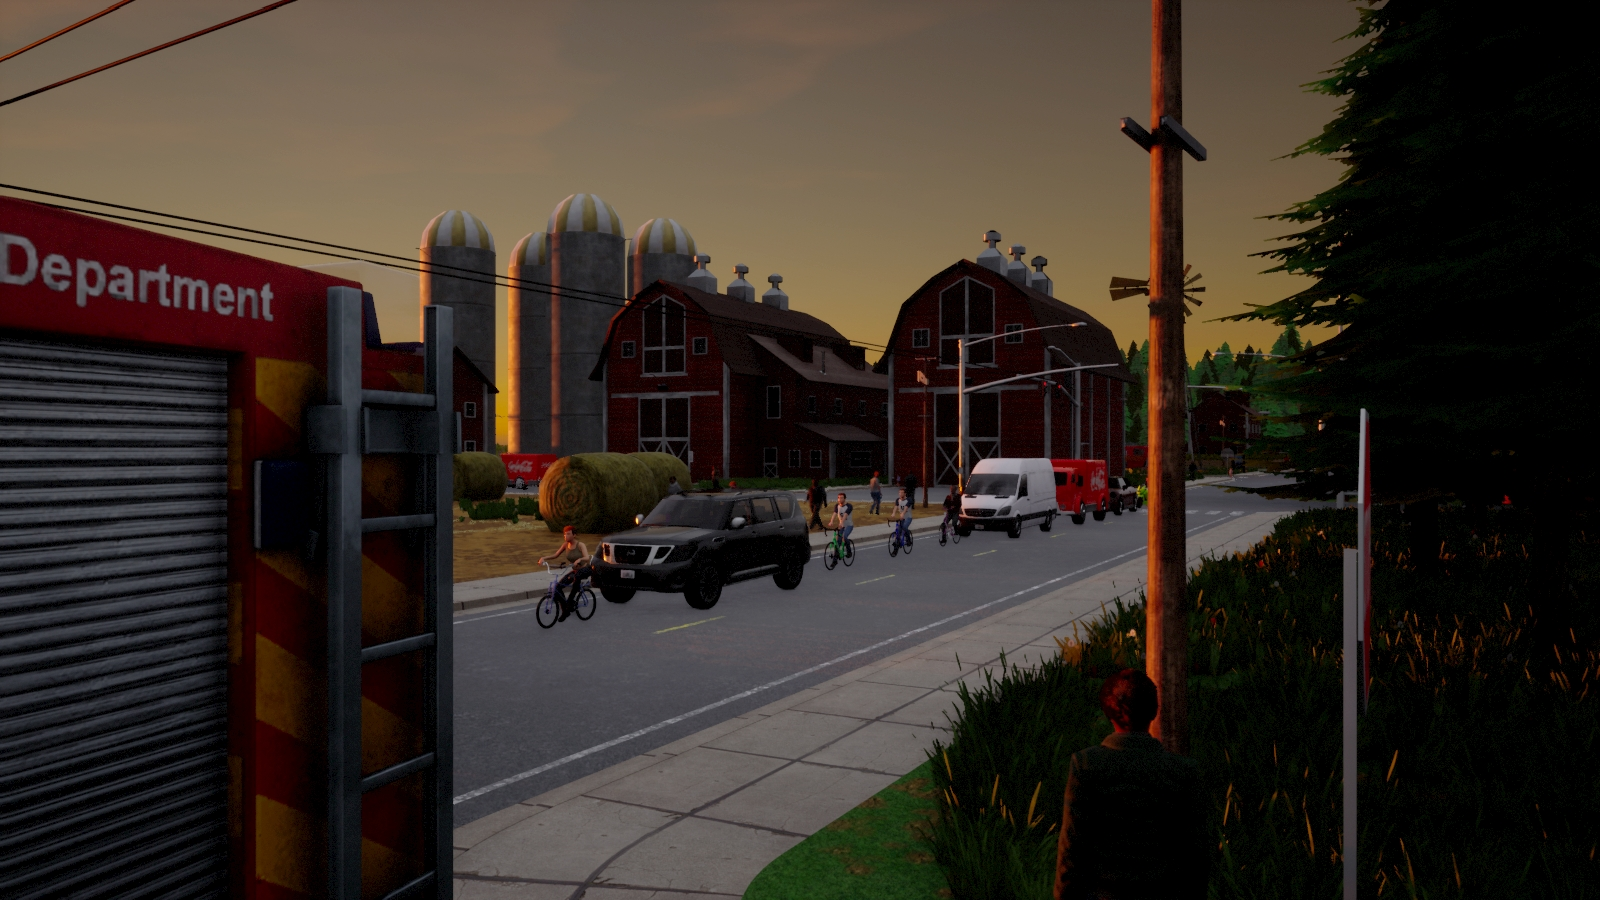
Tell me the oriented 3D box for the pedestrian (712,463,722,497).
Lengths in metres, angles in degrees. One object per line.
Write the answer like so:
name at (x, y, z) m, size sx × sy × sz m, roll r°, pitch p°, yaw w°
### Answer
pedestrian at (-4.579, 1.670, 62.914) m, size 0.375 × 1.860 × 0.375 m, roll 0°, pitch 0°, yaw 29°

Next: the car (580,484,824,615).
car at (-1.713, 1.779, 22.400) m, size 2.150 × 2.045 × 5.566 m, roll 0°, pitch 0°, yaw 27°

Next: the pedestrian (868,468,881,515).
pedestrian at (2.999, 1.677, 46.174) m, size 0.375 × 1.860 × 0.375 m, roll 0°, pitch 0°, yaw -41°

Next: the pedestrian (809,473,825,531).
pedestrian at (0.554, 1.691, 37.441) m, size 0.375 × 1.860 × 0.375 m, roll 0°, pitch 0°, yaw 31°

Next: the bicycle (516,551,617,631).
bicycle at (-3.778, 2.256, 18.550) m, size 0.859 × 1.080 × 1.487 m, roll 0°, pitch 0°, yaw 28°

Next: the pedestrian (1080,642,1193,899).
pedestrian at (1.213, 1.663, 4.131) m, size 0.375 × 1.860 × 0.375 m, roll 0°, pitch 0°, yaw 16°

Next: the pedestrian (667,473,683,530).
pedestrian at (-4.103, 1.677, 37.519) m, size 0.375 × 1.860 × 0.375 m, roll 0°, pitch 0°, yaw 32°

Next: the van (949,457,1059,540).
van at (7.050, 1.534, 38.930) m, size 1.988 × 2.561 × 5.915 m, roll 0°, pitch 0°, yaw 28°

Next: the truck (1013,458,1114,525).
truck at (10.533, 1.568, 45.361) m, size 2.627 × 2.467 × 5.204 m, roll 0°, pitch 0°, yaw 28°

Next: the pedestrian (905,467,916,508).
pedestrian at (4.952, 1.673, 51.182) m, size 0.375 × 1.860 × 0.375 m, roll 0°, pitch 0°, yaw -13°

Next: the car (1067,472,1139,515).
car at (13.627, 1.903, 51.211) m, size 2.097 × 1.767 × 4.553 m, roll 0°, pitch 0°, yaw 28°

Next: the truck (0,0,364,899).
truck at (-5.936, 0.867, 3.845) m, size 8.468 × 3.827 × 2.891 m, roll 0°, pitch 0°, yaw 19°
